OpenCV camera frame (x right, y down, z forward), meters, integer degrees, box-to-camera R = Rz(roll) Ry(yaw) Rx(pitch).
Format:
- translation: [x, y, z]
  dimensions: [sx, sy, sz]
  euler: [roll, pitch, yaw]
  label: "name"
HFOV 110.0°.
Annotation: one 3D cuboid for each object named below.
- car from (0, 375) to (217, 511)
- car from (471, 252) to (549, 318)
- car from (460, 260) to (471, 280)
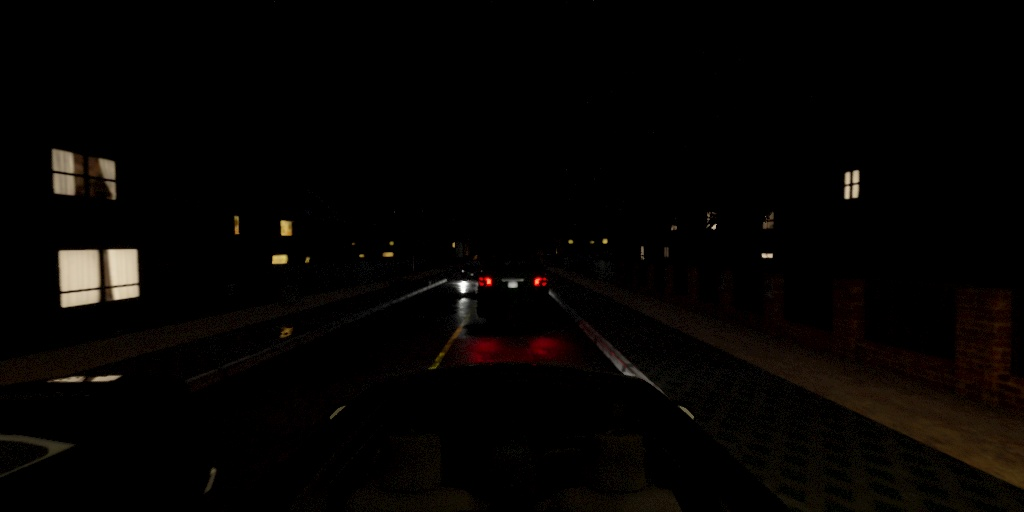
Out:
- translation: [-2.841, 1.256, 0.245]
  dimensions: [2.128, 1.511, 4.902]
  euler: [0, 1, 0]
  label: "car"
- translation: [0.045, 0.871, 12.632]
  dimensions: [2.150, 2.045, 5.566]
  euler: [0, 0, 0]
  label: "car"
- translation: [-2.858, 1.046, 28.006]
  dimensions: [1.812, 1.442, 4.674]
  euler: [0, 0, 0]
  label: "car"
